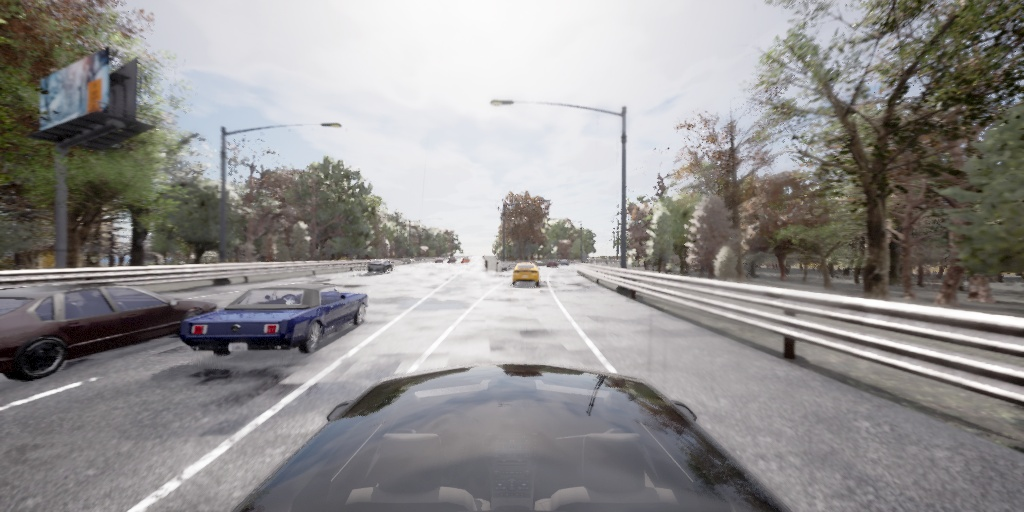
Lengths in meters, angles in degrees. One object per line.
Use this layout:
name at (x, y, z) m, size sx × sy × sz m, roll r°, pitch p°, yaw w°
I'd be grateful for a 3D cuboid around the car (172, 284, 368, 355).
car at (-5.039, 1.325, 8.579) m, size 1.895 × 1.301 × 4.718 m, roll 0°, pitch 0°, yaw -5°

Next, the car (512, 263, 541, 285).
car at (1.111, 1.292, 26.957) m, size 1.882 × 1.535 × 5.008 m, roll 0°, pitch -1°, yaw 5°

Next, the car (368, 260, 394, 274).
car at (-14.656, 1.177, 40.162) m, size 2.128 × 1.511 × 4.902 m, roll 0°, pitch 0°, yaw -5°

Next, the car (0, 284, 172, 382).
car at (-8.416, 1.250, 6.928) m, size 2.033 × 1.411 × 5.357 m, roll 0°, pitch 0°, yaw -5°
